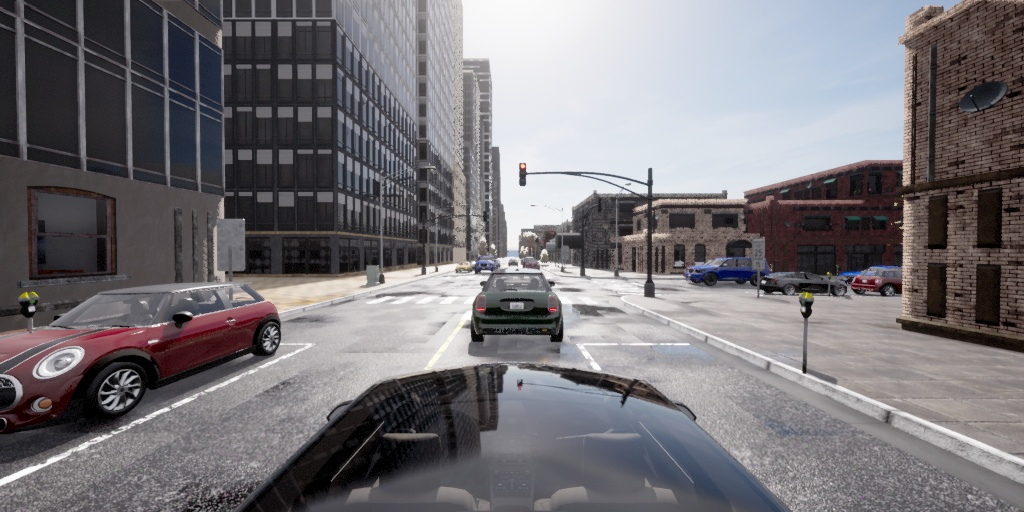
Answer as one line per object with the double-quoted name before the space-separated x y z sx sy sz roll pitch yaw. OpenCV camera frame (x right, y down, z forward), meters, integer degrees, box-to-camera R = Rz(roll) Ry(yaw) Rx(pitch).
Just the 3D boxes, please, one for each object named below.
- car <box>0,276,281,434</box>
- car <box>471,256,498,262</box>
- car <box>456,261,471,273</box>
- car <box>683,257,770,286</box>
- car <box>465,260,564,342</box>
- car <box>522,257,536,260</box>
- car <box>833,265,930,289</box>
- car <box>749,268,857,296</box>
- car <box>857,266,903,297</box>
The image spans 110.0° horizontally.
"car" -5.684 1.189 5.613 1.967 1.591 4.097 0 0 0
"car" -3.012 0.962 41.496 2.150 2.045 5.566 0 0 1
"car" -5.749 1.265 43.391 1.751 1.417 4.829 0 0 0
"car" 15.777 1.105 26.234 5.566 2.045 2.150 1 1 1
"car" 0.150 1.100 9.910 2.097 1.767 4.553 0 0 1
"car" 2.781 1.179 49.134 1.967 1.591 4.097 0 0 0
"car" 26.746 1.466 26.075 5.008 1.535 1.882 1 1 1
"car" 16.447 1.547 20.446 4.313 1.339 1.948 0 0 1
"car" 21.994 1.474 20.364 4.097 1.591 1.967 0 0 1
